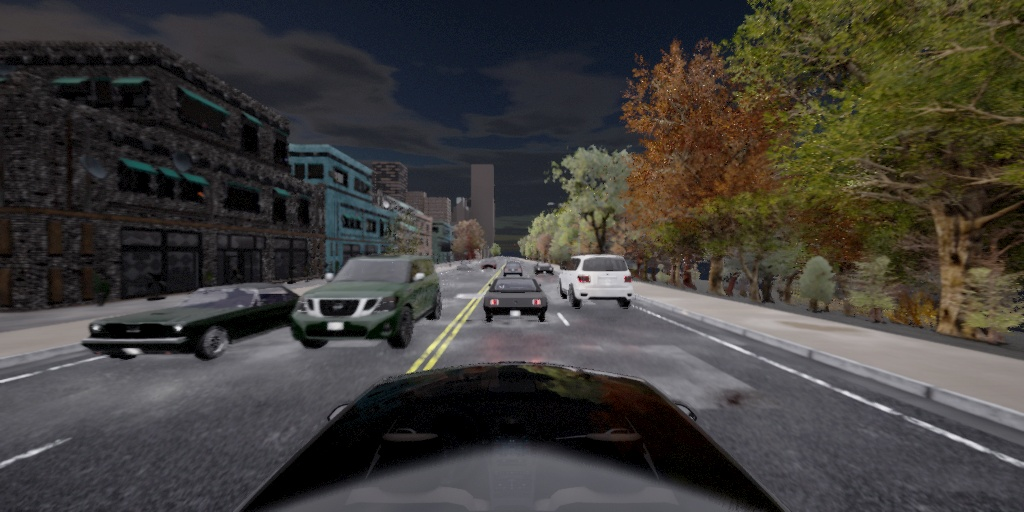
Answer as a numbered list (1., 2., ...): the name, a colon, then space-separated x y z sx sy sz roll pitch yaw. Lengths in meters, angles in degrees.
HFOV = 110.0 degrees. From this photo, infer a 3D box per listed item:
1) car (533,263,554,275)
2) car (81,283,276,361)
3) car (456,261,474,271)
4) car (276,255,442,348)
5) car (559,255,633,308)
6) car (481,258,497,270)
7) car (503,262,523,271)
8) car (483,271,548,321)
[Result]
1. car: 3.349 1.368 38.921 1.895 1.301 4.718 0 0 0
2. car: -6.601 1.354 8.454 1.895 1.301 4.718 0 0 0
3. car: -6.575 1.372 50.344 1.895 1.301 4.718 0 0 0
4. car: -3.350 0.975 9.566 2.150 2.045 5.566 0 0 0
5. car: 3.351 0.978 15.250 2.150 2.045 5.566 0 0 0
6. car: -3.324 1.125 52.398 2.097 1.767 4.553 0 0 0
7. car: 0.098 1.312 34.678 2.033 1.411 5.357 0 0 0
8. car: 0.101 1.356 12.505 1.895 1.301 4.718 0 0 0
